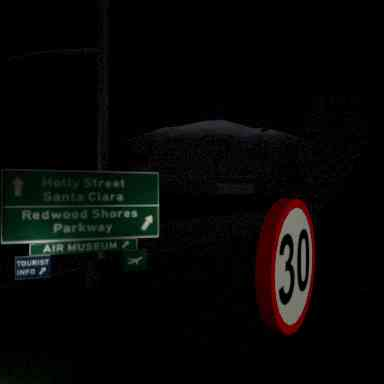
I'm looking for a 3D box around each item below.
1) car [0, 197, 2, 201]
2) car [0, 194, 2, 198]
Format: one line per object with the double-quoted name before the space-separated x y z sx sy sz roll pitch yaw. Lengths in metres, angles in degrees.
"car" -12.447 1.505 26.033 1.905 1.878 3.866 0 0 35
"car" -38.761 1.489 69.909 4.514 1.523 2.007 0 0 35
